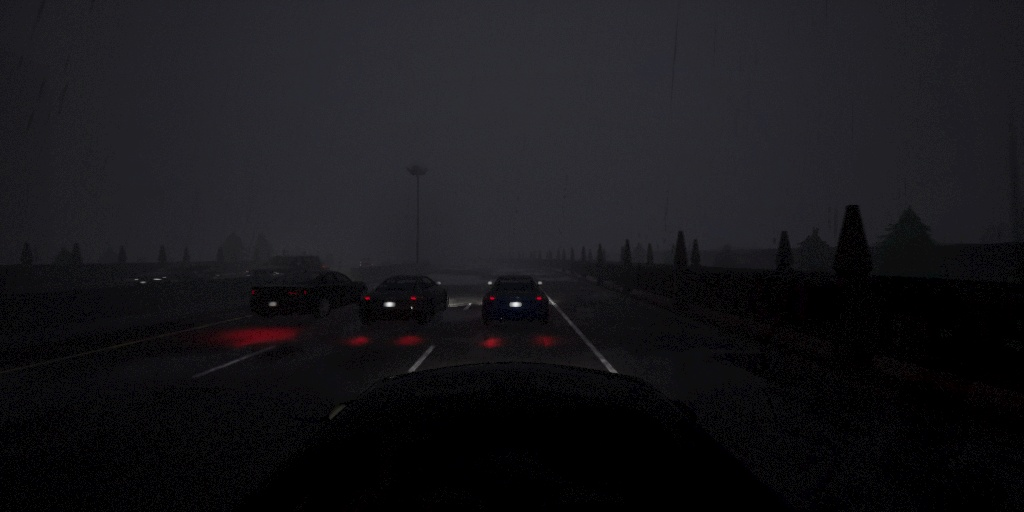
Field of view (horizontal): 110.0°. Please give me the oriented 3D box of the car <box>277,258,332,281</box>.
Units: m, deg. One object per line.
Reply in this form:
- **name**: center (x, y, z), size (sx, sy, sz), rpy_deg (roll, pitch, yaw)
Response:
- **car**: center (-17.636, 1.106, 30.708), size (2.097, 1.767, 4.553), rpy_deg (0, 0, -1)

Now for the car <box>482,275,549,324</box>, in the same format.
- **car**: center (0.104, 1.315, 11.942), size (1.994, 1.385, 4.181), rpy_deg (0, 0, 0)

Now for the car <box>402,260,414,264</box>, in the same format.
- **car**: center (-18.175, 1.318, 62.650), size (1.994, 1.385, 4.181), rpy_deg (0, 0, -15)

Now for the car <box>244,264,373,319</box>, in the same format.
- **car**: center (-6.897, 1.229, 12.815), size (1.882, 1.535, 5.008), rpy_deg (0, 0, 0)

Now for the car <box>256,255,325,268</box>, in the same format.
- **car**: center (-14.096, 0.975, 22.664), size (2.150, 2.045, 5.566), rpy_deg (0, 0, 0)

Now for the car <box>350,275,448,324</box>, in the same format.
- **car**: center (-3.396, 1.315, 11.948), size (1.994, 1.385, 4.181), rpy_deg (0, 0, 0)

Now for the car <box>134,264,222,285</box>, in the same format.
- **car**: center (-21.098, 1.258, 22.936), size (1.837, 1.490, 4.892), rpy_deg (0, 0, 0)
